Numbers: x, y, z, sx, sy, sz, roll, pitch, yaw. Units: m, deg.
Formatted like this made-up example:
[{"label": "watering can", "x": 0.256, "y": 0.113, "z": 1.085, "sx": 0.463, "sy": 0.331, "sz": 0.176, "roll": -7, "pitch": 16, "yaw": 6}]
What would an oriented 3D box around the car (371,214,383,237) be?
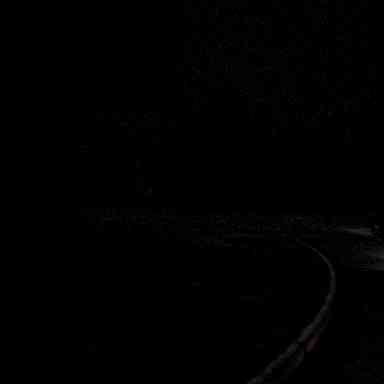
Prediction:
[{"label": "car", "x": 10.301, "y": 1.357, "z": 15.317, "sx": 2.097, "sy": 1.767, "sz": 4.553, "roll": 0, "pitch": 0, "yaw": 0}]
